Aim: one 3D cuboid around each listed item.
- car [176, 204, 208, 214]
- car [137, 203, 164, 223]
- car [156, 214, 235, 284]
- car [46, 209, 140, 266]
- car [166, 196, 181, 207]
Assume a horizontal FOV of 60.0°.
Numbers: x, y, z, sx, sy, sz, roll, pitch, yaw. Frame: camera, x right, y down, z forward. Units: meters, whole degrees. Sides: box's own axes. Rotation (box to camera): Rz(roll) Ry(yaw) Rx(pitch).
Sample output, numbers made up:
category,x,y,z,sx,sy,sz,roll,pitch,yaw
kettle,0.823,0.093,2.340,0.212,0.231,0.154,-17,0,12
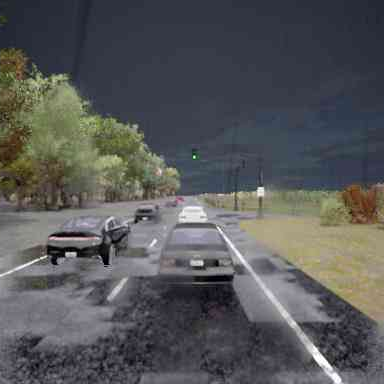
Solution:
category,x,y,z,sx,sy,sz,roll,pitch,yaw
car,0.055,1.667,22.119,1.812,1.442,4.674,0,0,0
car,-3.444,1.677,26.761,1.837,1.490,4.892,0,0,0
car,0.087,1.611,9.760,2.033,1.411,5.357,0,0,0
car,-3.418,1.568,11.822,2.128,1.511,4.902,0,0,0
car,-3.497,1.912,58.605,2.033,1.411,5.357,0,0,0
